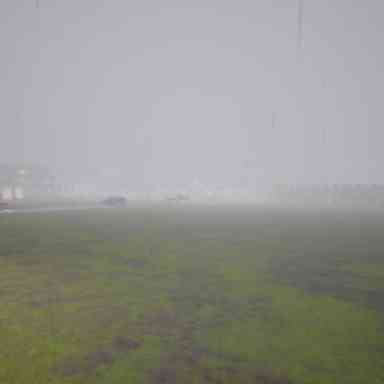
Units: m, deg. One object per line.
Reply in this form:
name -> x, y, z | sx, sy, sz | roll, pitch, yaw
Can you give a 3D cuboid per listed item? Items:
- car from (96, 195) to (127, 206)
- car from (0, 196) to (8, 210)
car -> -11.799, 1.249, 48.851 | 2.128, 1.511, 4.902 | 1, 0, 36
car -> -21.986, 1.037, 34.795 | 2.097, 1.767, 4.553 | 1, 0, 36
